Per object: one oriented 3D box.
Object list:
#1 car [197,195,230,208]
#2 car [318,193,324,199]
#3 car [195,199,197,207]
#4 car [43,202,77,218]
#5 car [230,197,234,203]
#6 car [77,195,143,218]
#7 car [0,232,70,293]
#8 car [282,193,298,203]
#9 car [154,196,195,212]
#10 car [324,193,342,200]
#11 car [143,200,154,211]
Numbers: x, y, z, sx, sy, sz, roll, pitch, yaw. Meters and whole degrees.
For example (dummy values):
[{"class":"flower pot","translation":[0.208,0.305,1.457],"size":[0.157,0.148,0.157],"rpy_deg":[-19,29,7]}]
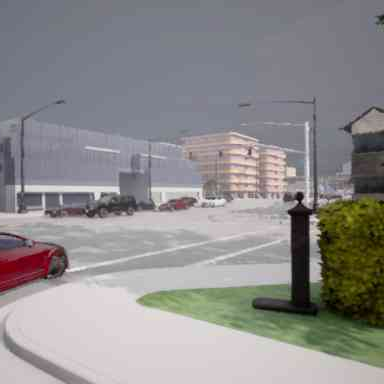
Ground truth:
[{"class":"car","translation":[3.060,1.356,46.653],"size":[1.812,1.442,4.674],"rpy_deg":[0,1,35]},{"class":"car","translation":[28.209,0.905,70.153],"size":[1.895,1.301,4.718],"rpy_deg":[0,-1,35]},{"class":"car","translation":[-1.070,1.410,46.865],"size":[1.837,1.490,4.892],"rpy_deg":[0,1,35]},{"class":"car","translation":[-11.431,1.674,32.113],"size":[2.033,1.411,5.357],"rpy_deg":[0,0,35]},{"class":"car","translation":[4.996,1.169,55.471],"size":[2.033,1.411,5.357],"rpy_deg":[0,1,36]},{"class":"car","translation":[-7.608,1.317,31.444],"size":[2.150,2.045,5.566],"rpy_deg":[0,0,36]},{"class":"car","translation":[-4.815,1.617,7.854],"size":[1.994,1.385,4.181],"rpy_deg":[-1,0,15]},{"class":"car","translation":[15.702,0.968,52.152],"size":[1.837,1.490,4.892],"rpy_deg":[0,1,35]},{"class":"car","translation":[-2.014,1.533,39.431],"size":[1.812,1.442,4.674],"rpy_deg":[0,1,35]},{"class":"car","translation":[26.163,0.859,60.969],"size":[1.895,1.301,4.718],"rpy_deg":[0,0,35]},{"class":"car","translation":[-6.140,1.630,39.653],"size":[1.994,1.385,4.181],"rpy_deg":[0,1,34]}]
